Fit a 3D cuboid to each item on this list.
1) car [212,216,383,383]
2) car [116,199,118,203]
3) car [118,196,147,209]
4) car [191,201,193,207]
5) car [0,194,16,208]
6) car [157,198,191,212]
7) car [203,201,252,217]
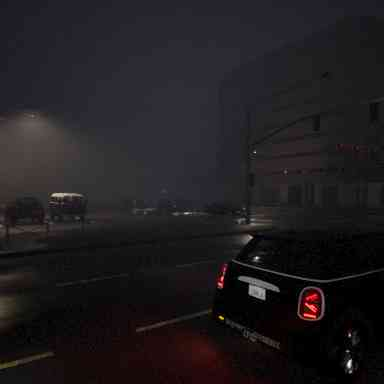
[{"bbox_3d":[2.601,1.352,5.658,4.553,1.767,2.097,0,0,-35],"label":"car"},{"bbox_3d":[-13.943,1.618,67.956,1.994,1.385,4.181,0,0,-35],"label":"car"},{"bbox_3d":[-8.287,1.407,47.579,2.097,1.767,4.553,0,0,-35],"label":"car"},{"bbox_3d":[-1.645,1.581,50.641,1.812,1.442,4.674,0,0,-35],"label":"car"},{"bbox_3d":[-31.719,1.209,56.462,1.932,1.855,4.605,0,0,-35],"label":"car"},{"bbox_3d":[-2.525,1.581,39.464,1.812,1.442,4.674,0,0,-36],"label":"car"},{"bbox_3d":[3.168,1.603,31.431,2.033,1.411,5.357,0,0,-35],"label":"car"}]
